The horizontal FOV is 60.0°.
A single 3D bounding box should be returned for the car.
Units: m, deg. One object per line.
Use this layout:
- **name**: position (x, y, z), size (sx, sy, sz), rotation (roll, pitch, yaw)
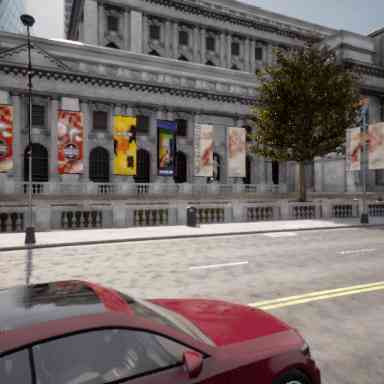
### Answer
- **car**: position (-0.947, 1.526, 2.759), size (4.674, 1.442, 1.812), rotation (0, 0, -34)
